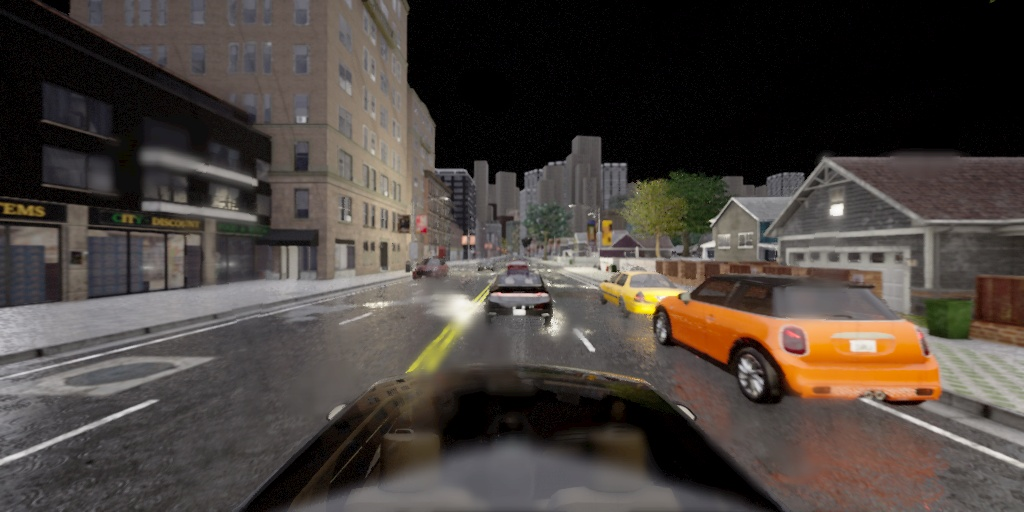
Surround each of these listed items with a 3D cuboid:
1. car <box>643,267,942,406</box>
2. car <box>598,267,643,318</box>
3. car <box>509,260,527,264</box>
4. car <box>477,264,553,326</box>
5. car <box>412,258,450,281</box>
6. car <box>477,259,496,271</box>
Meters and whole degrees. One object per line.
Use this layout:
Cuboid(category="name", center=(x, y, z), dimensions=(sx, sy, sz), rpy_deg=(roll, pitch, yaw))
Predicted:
Cuboid(category="car", center=(4.278, 1.095, 6.465), dimensions=(2.097, 1.767, 4.553), rpy_deg=(0, 0, 1))
Cuboid(category="car", center=(4.363, 1.167, 12.685), dimensions=(1.801, 1.575, 5.366), rpy_deg=(0, 0, 1))
Cuboid(category="car", center=(0.500, 1.077, 31.630), dimensions=(1.882, 1.535, 5.008), rpy_deg=(0, 0, 1))
Cuboid(category="car", center=(0.221, 1.193, 11.458), dimensions=(2.128, 1.511, 4.902), rpy_deg=(0, 0, 1))
Cuboid(category="car", center=(-6.244, 0.942, 27.967), dimensions=(2.097, 1.767, 4.553), rpy_deg=(0, 0, 1))
Cuboid(category="car", center=(-2.772, 1.049, 40.226), dimensions=(1.837, 1.490, 4.892), rpy_deg=(0, 0, 1))
